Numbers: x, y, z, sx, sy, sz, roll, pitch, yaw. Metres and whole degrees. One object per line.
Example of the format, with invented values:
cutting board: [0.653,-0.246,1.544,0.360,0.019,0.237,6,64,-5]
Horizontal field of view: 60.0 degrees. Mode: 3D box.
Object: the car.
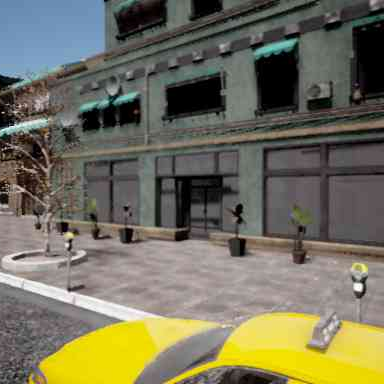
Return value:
car: [0.682,1.530,2.384,4.829,1.417,1.752,0,0,36]
